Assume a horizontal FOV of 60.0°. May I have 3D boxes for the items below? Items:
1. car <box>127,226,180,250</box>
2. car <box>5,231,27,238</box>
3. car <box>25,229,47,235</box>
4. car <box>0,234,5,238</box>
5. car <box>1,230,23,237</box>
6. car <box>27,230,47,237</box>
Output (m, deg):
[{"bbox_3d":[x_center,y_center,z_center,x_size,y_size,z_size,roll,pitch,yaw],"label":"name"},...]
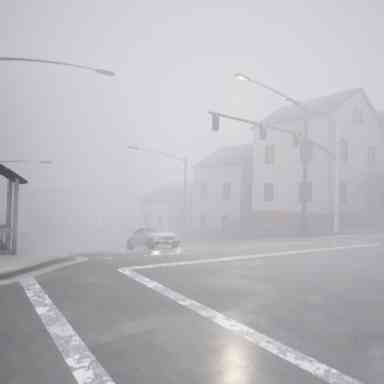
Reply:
[{"bbox_3d":[-2.570,2.870,20.862,1.812,1.442,4.674,2,-10,-35],"label":"car"},{"bbox_3d":[-42.337,9.958,78.394,2.038,1.542,4.974,1,-1,19],"label":"car"},{"bbox_3d":[-38.435,9.989,82.106,4.536,1.218,1.853,2,-1,-6],"label":"car"},{"bbox_3d":[-46.109,9.797,75.753,4.974,1.542,2.038,1,-1,9],"label":"car"},{"bbox_3d":[-42.316,9.803,78.447,1.853,1.218,4.536,1,-1,19],"label":"car"},{"bbox_3d":[-38.387,10.148,82.108,4.974,1.542,2.038,2,-1,-6],"label":"car"}]
